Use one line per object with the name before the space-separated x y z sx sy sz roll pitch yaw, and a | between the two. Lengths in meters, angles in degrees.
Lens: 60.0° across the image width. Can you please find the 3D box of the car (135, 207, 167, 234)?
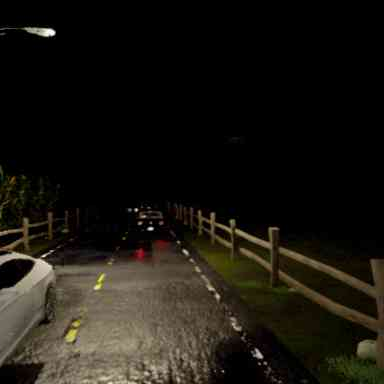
car | -2.694 1.887 21.607 1.895 1.301 4.718 -1 -1 -7

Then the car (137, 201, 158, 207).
car | -5.244 1.904 40.524 2.097 1.767 4.553 -1 -1 -8

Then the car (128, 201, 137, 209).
car | -11.406 2.534 64.978 2.033 1.411 5.357 -1 -1 -8

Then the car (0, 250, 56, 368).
car | -3.251 1.624 4.570 1.812 1.442 4.674 -1 -1 -8
